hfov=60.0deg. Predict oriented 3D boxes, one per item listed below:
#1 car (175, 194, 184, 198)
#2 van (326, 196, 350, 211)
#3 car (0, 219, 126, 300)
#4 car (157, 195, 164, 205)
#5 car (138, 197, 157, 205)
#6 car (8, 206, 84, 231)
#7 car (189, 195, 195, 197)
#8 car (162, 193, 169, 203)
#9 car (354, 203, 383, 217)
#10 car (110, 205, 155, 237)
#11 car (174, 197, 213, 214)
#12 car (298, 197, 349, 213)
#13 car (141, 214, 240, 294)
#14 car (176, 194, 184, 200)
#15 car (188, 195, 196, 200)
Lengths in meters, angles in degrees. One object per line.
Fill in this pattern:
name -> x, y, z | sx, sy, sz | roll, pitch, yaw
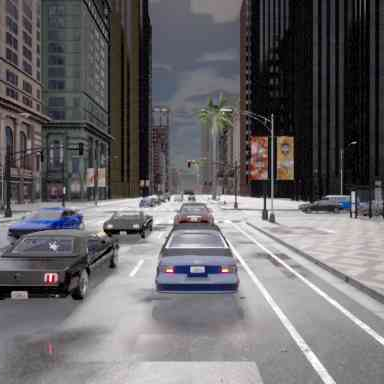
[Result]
car -> -3.278, 1.521, 80.384 | 1.812, 1.442, 4.674 | 0, 0, 0
van -> 17.054, 1.314, 38.121 | 3.998, 1.788, 1.690 | 0, 0, 0
car -> -3.152, 1.601, 8.317 | 1.895, 1.301, 4.718 | 0, 0, 0
car -> -6.606, 1.566, 58.913 | 1.994, 1.385, 4.181 | 0, 0, 0
car -> -6.601, 1.527, 48.907 | 1.812, 1.442, 4.674 | 0, 0, -1
car -> -6.605, 1.477, 15.560 | 1.882, 1.535, 5.008 | 0, 0, 0
car -> -0.028, 1.529, 81.237 | 1.812, 1.442, 4.674 | 0, 0, 0
car -> -6.524, 1.481, 69.135 | 1.882, 1.535, 5.008 | 0, 0, 0
car -> 17.061, 1.548, 29.596 | 4.403, 1.369, 2.008 | 0, 0, 0
car -> -3.160, 1.600, 17.484 | 1.895, 1.301, 4.718 | 0, 0, 0
car -> 0.114, 1.352, 18.388 | 2.097, 1.767, 4.553 | 0, 0, 0
car -> 13.726, 1.509, 35.454 | 4.674, 1.442, 1.812 | 0, 0, 2
car -> 0.099, 1.547, 8.945 | 2.033, 1.411, 5.357 | 0, 0, 0
car -> -3.281, 1.316, 90.387 | 1.882, 1.535, 5.008 | 0, 0, 0
car -> -0.031, 1.545, 91.458 | 2.033, 1.411, 5.357 | 0, 0, 0
